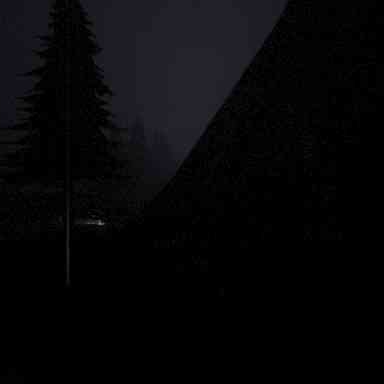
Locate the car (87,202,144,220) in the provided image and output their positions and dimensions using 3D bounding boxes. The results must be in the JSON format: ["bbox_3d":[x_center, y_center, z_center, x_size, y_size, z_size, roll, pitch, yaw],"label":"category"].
[{"bbox_3d":[-6.457,1.539,28.783,2.033,1.411,5.357,0,0,31],"label":"car"}]
